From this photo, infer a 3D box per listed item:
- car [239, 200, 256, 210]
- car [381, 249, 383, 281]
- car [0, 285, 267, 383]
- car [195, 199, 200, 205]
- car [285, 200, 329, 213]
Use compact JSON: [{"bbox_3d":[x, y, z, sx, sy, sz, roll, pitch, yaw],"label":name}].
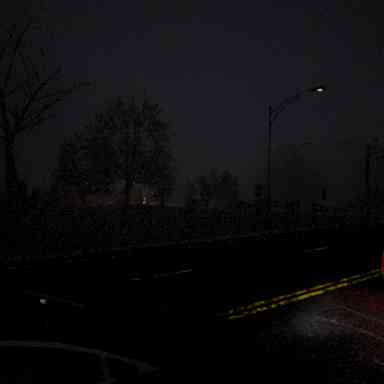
[{"bbox_3d":[6.962,1.761,45.159,1.994,1.385,4.181,2,-2,-37],"label":"car"},{"bbox_3d":[6.704,1.362,8.265,4.553,1.767,2.097,0,0,-36],"label":"car"},{"bbox_3d":[-1.540,1.492,2.339,4.902,1.511,2.128,0,0,-36],"label":"car"},{"bbox_3d":[0.796,1.790,53.916,1.812,1.442,4.674,2,-2,-34],"label":"car"},{"bbox_3d":[12.787,1.618,37.225,1.882,1.535,5.008,2,-2,-36],"label":"car"}]
